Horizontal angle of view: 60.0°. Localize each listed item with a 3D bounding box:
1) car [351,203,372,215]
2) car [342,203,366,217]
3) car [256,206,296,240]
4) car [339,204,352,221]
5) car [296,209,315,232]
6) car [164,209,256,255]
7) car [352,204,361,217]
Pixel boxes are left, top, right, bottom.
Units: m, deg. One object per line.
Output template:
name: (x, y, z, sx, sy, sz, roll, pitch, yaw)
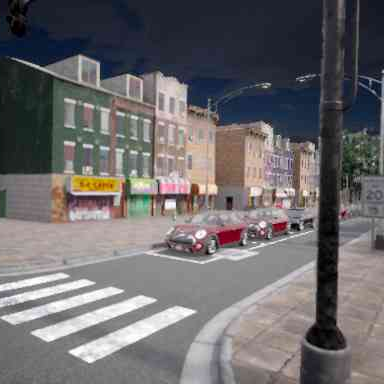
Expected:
car: (22.784, 2.224, 44.582, 1.947, 1.339, 4.313, 1, 0, 36)
car: (19.629, 2.119, 40.158, 1.887, 1.381, 4.507, 1, 0, 36)
car: (3.853, 1.603, 18.038, 1.967, 1.590, 4.097, 1, 0, 36)
car: (13.317, 1.952, 31.310, 1.887, 1.381, 4.507, 1, 0, 36)
car: (7.006, 1.809, 22.461, 1.947, 1.339, 4.313, 1, 0, 36)
car: (0.698, 1.523, 13.614, 1.967, 1.590, 4.097, 1, 0, 36)
car: (16.473, 2.042, 35.734, 2.008, 1.369, 4.403, 1, 0, 36)
